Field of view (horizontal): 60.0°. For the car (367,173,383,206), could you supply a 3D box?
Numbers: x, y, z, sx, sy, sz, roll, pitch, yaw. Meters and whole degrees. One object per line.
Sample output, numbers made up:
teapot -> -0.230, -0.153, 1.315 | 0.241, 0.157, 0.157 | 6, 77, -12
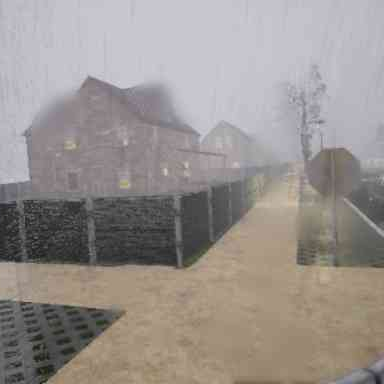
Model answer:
car -> 8.540, -0.097, 13.575 | 2.033, 1.411, 5.357 | -2, 5, 18
